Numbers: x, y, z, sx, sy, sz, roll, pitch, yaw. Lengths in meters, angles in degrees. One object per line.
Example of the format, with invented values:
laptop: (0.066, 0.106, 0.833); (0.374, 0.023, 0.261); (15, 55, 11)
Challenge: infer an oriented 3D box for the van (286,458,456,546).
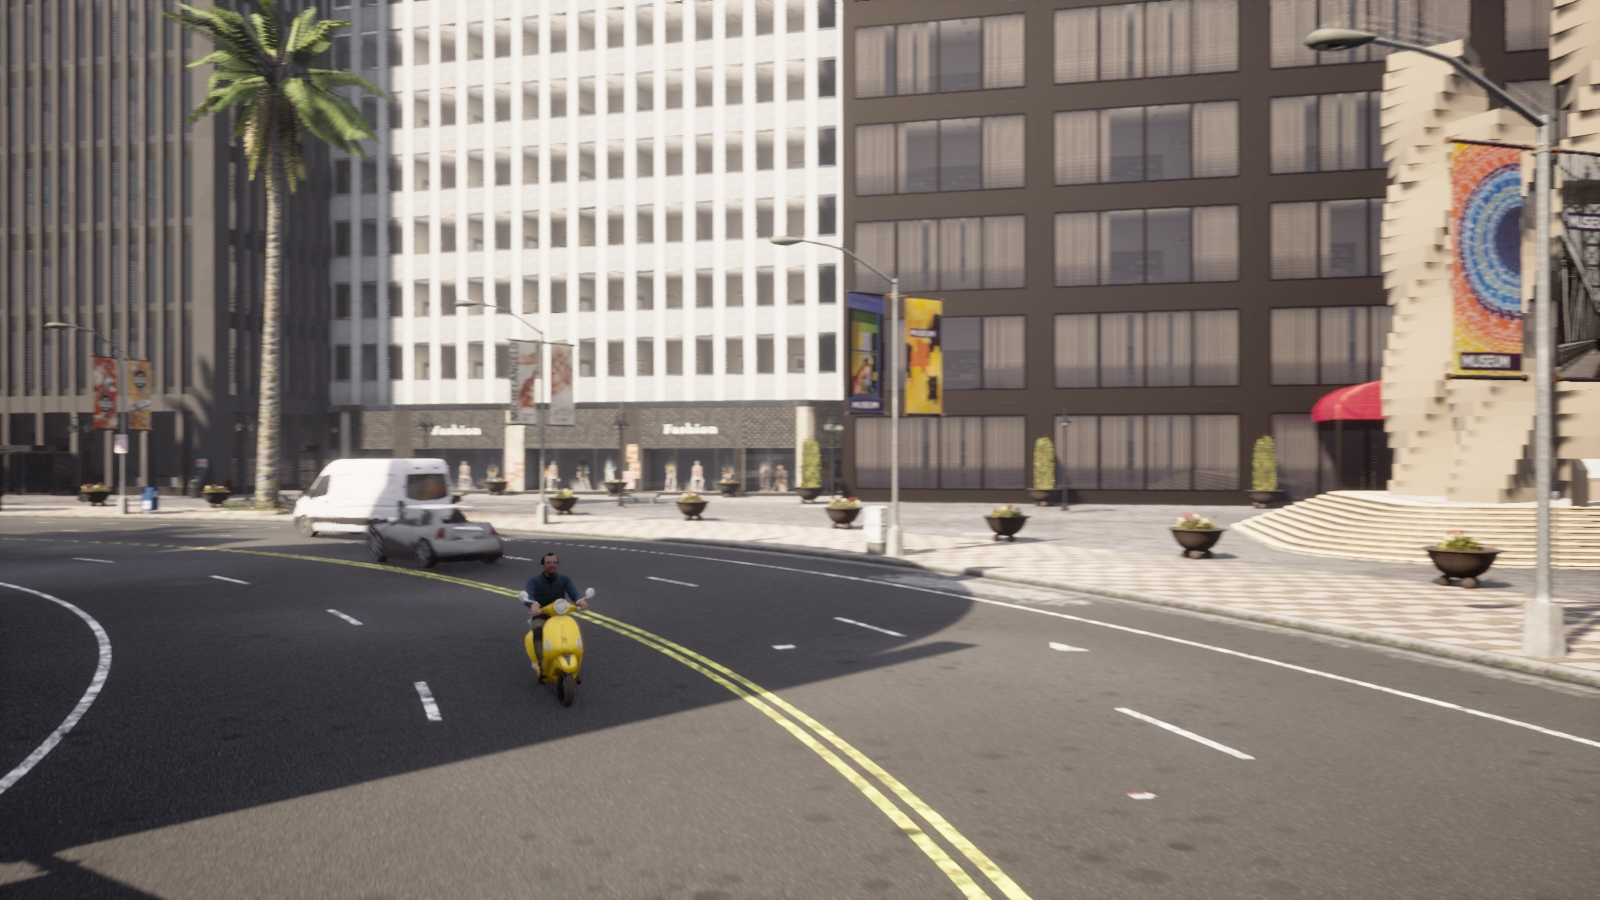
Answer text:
van: (-13.715, 1.555, 36.335); (5.915, 2.561, 1.988); (0, 0, 34)

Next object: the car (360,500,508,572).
car: (-9.128, 2.078, 28.358); (1.970, 1.475, 3.806); (0, 0, -45)
